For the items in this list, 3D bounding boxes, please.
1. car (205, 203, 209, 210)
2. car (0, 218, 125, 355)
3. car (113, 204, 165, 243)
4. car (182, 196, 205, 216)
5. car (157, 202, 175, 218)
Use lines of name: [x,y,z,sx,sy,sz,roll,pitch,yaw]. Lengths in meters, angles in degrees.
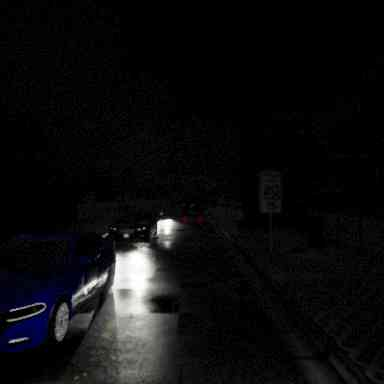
car: [1.157,1.985,48.450,1.994,1.385,4.181,0,-1,13]
car: [-2.841,1.518,6.563,1.882,1.535,5.008,0,0,0]
car: [-2.815,1.609,16.772,2.128,1.511,4.902,0,0,0]
car: [0.071,1.517,37.202,2.150,2.045,5.566,0,0,1]
car: [-2.732,1.750,32.774,2.128,1.511,4.902,0,-1,1]
